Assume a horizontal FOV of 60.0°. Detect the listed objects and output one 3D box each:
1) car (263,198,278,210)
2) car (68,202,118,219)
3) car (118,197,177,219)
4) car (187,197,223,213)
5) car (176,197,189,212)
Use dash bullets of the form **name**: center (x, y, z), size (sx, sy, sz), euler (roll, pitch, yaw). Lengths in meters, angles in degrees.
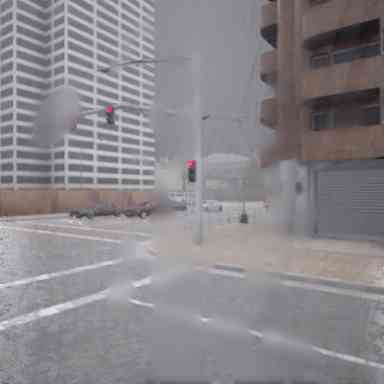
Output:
- **car**: center (11.229, 1.515, 44.832), size (1.882, 1.535, 5.008), euler (0, 0, 35)
- **car**: center (-8.231, 1.601, 29.719), size (2.033, 1.411, 5.357), euler (0, 0, 35)
- **car**: center (-3.859, 1.523, 29.843), size (1.882, 1.535, 5.008), euler (0, 0, 35)
- **car**: center (1.785, 1.571, 37.820), size (1.812, 1.442, 4.674), euler (0, 0, 36)
- **car**: center (-2.469, 1.617, 37.871), size (1.994, 1.385, 4.181), euler (0, 0, 35)
